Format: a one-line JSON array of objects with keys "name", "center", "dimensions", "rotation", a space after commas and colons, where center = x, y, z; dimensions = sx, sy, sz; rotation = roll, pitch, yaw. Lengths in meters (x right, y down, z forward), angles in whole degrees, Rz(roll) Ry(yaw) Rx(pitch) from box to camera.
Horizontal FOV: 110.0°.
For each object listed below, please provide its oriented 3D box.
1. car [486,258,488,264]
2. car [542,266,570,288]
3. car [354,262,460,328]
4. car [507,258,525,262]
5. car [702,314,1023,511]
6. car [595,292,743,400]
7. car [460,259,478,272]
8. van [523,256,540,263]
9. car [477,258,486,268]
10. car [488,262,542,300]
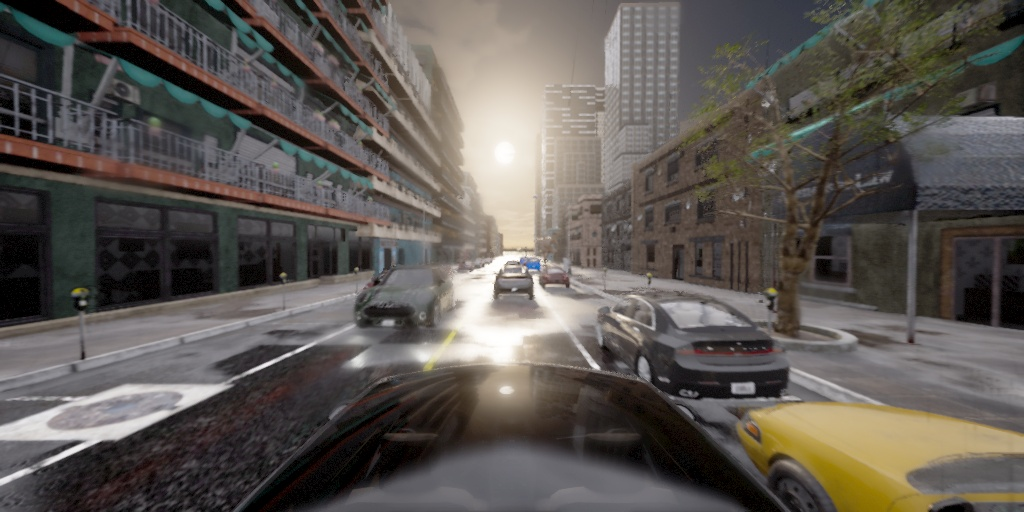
[{"name": "car", "center": [-5.713, 1.126, 62.104], "dimensions": [1.967, 1.591, 4.097], "rotation": [0, 0, 0]}, {"name": "car", "center": [2.682, 1.315, 23.088], "dimensions": [1.802, 1.307, 4.207], "rotation": [0, 0, 0]}, {"name": "car", "center": [-3.100, 1.095, 11.258], "dimensions": [2.097, 1.767, 4.553], "rotation": [0, 0, 0]}, {"name": "car", "center": [0.088, 1.221, 38.069], "dimensions": [1.837, 1.490, 4.892], "rotation": [0, 0, 0]}, {"name": "car", "center": [2.681, 1.276, 0.939], "dimensions": [1.751, 1.417, 4.829], "rotation": [0, 0, 0]}, {"name": "car", "center": [2.693, 1.298, 6.348], "dimensions": [2.007, 1.370, 4.403], "rotation": [0, 0, 0]}, {"name": "car", "center": [-5.707, 1.290, 45.361], "dimensions": [1.802, 1.307, 4.207], "rotation": [0, 0, 0]}, {"name": "van", "center": [2.674, 1.049, 45.408], "dimensions": [1.690, 1.789, 3.998], "rotation": [0, 0, 0]}, {"name": "car", "center": [-5.711, 1.245, 56.524], "dimensions": [2.007, 1.370, 4.403], "rotation": [0, 0, 0]}, {"name": "car", "center": [0.094, 1.230, 17.736], "dimensions": [2.128, 1.511, 4.902], "rotation": [0, 0, 0]}]
